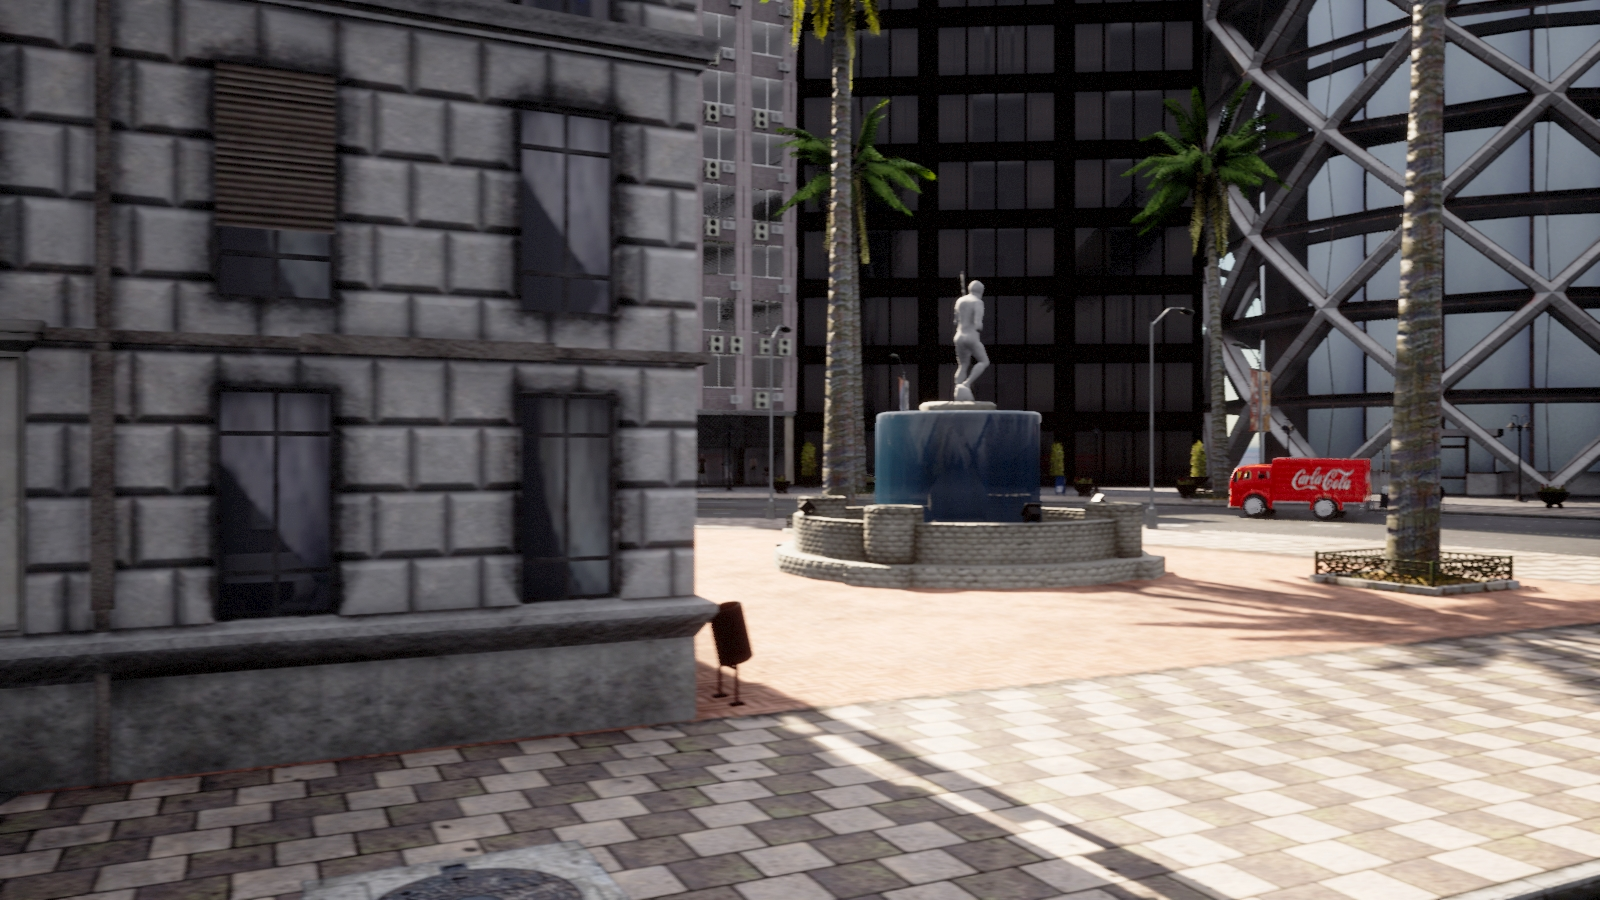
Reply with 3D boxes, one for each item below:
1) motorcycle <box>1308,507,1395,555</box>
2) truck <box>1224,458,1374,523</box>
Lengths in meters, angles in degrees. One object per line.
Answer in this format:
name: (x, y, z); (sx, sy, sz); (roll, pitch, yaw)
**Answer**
motorcycle: (15.172, 2.206, 31.498); (0.803, 1.145, 2.033); (-2, 1, -32)
truck: (20.274, 1.557, 46.473); (5.204, 2.467, 2.627); (0, 0, 34)
